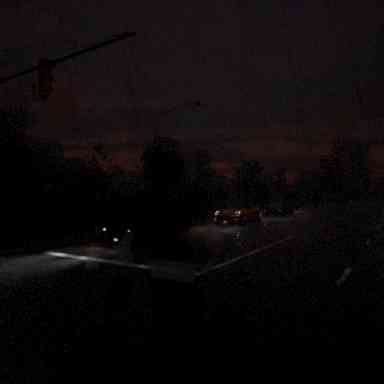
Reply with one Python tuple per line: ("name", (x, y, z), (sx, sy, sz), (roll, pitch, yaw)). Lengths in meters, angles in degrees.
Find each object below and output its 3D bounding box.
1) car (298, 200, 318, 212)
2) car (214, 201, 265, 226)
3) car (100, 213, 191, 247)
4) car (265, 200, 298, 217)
("car", (14.404, 1.661, 41.775), (2.033, 1.411, 5.357), (-1, 0, 33))
("car", (3.406, 1.455, 24.468), (2.097, 1.767, 4.553), (-1, 0, 32))
("car", (-2.042, 1.699, 15.860), (1.895, 1.301, 4.718), (-1, 0, 33))
("car", (8.466, 1.586, 32.463), (1.882, 1.535, 5.008), (-1, -1, 32))
